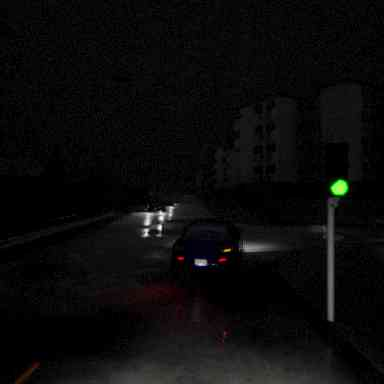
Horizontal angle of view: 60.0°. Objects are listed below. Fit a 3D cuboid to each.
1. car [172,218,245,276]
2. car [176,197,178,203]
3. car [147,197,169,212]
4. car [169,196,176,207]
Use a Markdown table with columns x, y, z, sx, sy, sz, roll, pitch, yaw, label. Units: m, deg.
| x | y | z | sx | sy | sz | roll | pitch | yaw | label |
| --- | --- | --- | --- | --- | --- | --- | --- | --- | --- |
| 0.620 | 1.542 | 10.349 | 1.812 | 1.442 | 4.674 | 0 | 0 | 10 | car |
| -4.001 | 1.494 | 68.881 | 1.882 | 1.535 | 5.008 | 0 | 0 | 0 | car |
| -4.093 | 1.566 | 39.215 | 1.837 | 1.490 | 4.892 | 0 | 1 | 0 | car |
| -4.064 | 1.613 | 53.909 | 1.812 | 1.442 | 4.674 | 0 | 0 | 0 | car |
